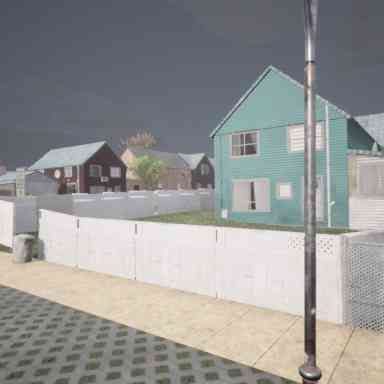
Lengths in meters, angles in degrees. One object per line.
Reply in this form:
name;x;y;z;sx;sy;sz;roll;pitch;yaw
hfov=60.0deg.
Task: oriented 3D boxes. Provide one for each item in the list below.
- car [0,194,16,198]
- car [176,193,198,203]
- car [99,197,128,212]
car;-12.718;1.067;21.325;2.097;1.767;4.553;-1;1;35
car;-0.766;0.634;38.351;1.882;1.535;5.008;-1;1;35
car;-7.015;0.925;29.453;1.882;1.535;5.008;-1;0;35
